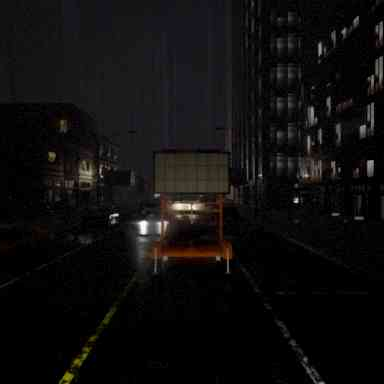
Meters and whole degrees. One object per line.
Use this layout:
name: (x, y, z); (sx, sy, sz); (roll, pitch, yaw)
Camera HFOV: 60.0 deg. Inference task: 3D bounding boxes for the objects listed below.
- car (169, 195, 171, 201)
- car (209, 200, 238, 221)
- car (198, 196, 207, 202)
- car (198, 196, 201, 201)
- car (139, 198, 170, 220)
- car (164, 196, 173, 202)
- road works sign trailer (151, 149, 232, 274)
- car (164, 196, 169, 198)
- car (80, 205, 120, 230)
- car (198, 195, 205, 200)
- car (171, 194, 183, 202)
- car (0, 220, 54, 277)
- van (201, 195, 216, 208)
car: (-5.739, 1.466, 65.188); (1.967, 1.590, 4.097); (0, 0, 0)
car: (2.669, 1.553, 26.528); (2.008, 1.369, 4.403); (0, 0, 0)
car: (2.630, 1.591, 81.771); (2.008, 1.369, 4.403); (0, 0, 0)
car: (2.642, 1.551, 65.367); (1.752, 1.417, 4.829); (0, 0, 0)
car: (-3.105, 1.528, 27.931); (1.812, 1.442, 4.674); (0, 0, 0)
car: (-5.750, 1.622, 81.761); (1.802, 1.307, 4.206); (0, 0, 0)
road works sign trailer: (-0.007, 0.464, 10.544); (2.380, 3.560, 2.880); (0, 0, 0)
car: (-5.734, 1.587, 59.664); (1.947, 1.339, 4.313); (0, 0, 0)
car: (-5.707, 1.552, 20.996); (2.008, 1.369, 4.403); (0, 0, 0)
car: (2.622, 1.576, 92.988); (1.752, 1.417, 4.829); (0, 0, 0)
car: (-3.048, 1.253, 68.940); (2.150, 2.045, 5.566); (0, 0, 0)
car: (-5.699, 1.525, 9.776); (1.752, 1.417, 4.829); (0, 0, 0)
van: (2.652, 1.354, 48.625); (1.690, 1.788, 3.998); (0, 0, 0)
